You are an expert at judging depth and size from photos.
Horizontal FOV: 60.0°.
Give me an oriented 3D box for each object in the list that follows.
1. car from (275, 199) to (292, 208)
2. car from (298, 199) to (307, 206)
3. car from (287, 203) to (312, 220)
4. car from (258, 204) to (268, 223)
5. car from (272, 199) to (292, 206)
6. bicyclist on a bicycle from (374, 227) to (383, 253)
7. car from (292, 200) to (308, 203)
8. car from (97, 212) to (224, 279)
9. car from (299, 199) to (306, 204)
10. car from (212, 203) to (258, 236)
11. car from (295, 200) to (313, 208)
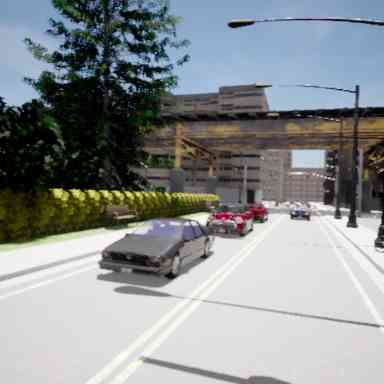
[{"bbox_3d":[18.017,2.302,66.534,2.038,1.542,4.974,2,0,43],"label":"car"},{"bbox_3d":[29.950,2.834,90.258,2.038,1.542,4.974,2,0,18],"label":"car"},{"bbox_3d":[11.022,2.101,33.847,1.895,1.301,4.718,2,0,19],"label":"car"},{"bbox_3d":[5.494,1.743,28.893,1.882,1.535,5.008,2,0,19],"label":"car"},{"bbox_3d":[18.059,2.146,66.573,1.853,1.218,4.536,2,0,43],"label":"car"},{"bbox_3d":[8.057,1.642,13.035,1.656,1.620,0.582,2,0,19],"label":"bicyclist on a bicycle"},{"bbox_3d":[21.862,2.455,64.922,2.038,1.542,4.974,2,0,-2],"label":"car"},{"bbox_3d":[-0.705,1.524,10.449,2.033,1.411,5.357,2,0,18],"label":"car"},{"bbox_3d":[29.972,2.678,90.308,1.853,1.218,4.536,2,0,18],"label":"car"},{"bbox_3d":[2.303,1.468,19.395,2.097,1.767,4.553,2,0,18],"label":"car"},{"bbox_3d":[21.866,2.298,64.974,1.853,1.218,4.536,2,0,-2],"label":"car"}]
